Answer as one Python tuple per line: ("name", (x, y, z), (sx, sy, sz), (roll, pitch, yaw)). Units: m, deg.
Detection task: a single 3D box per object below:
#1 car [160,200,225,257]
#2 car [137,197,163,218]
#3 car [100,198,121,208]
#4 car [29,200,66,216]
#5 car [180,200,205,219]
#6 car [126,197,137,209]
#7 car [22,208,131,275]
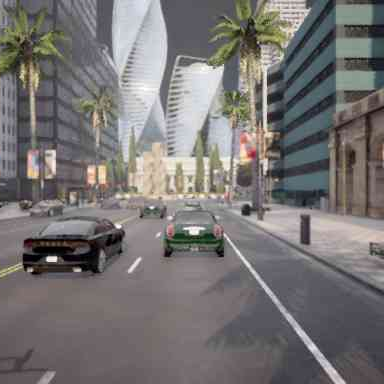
("car", (0.073, 1.366, 13.232), (2.097, 1.767, 4.553), (0, 0, 0))
("car", (-3.461, 1.387, 30.755), (2.097, 1.767, 4.553), (0, 0, 0))
("car", (-10.670, 1.559, 43.622), (1.837, 1.490, 4.892), (0, 0, 0))
("car", (-13.649, 1.524, 31.696), (2.231, 1.521, 4.892), (0, 0, 0))
("car", (0.039, 1.525, 30.963), (2.128, 1.511, 4.902), (0, 0, 0))
("car", (-7.169, 1.402, 43.183), (2.097, 1.767, 4.553), (0, 0, 0))
("car", (-3.421, 1.491, 10.584), (1.882, 1.535, 5.008), (0, 0, 0))
